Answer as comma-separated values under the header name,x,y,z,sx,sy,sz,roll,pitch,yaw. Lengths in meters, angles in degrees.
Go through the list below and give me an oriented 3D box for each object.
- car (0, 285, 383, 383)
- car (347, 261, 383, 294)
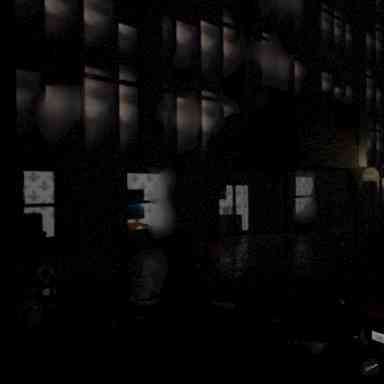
name,x,y,z,sx,sy,sz,roll,pitch,yaw
car,-0.511,1.563,2.080,4.313,1.339,1.947,0,0,-35
car,4.139,1.526,5.347,4.507,1.381,1.887,0,0,-35
